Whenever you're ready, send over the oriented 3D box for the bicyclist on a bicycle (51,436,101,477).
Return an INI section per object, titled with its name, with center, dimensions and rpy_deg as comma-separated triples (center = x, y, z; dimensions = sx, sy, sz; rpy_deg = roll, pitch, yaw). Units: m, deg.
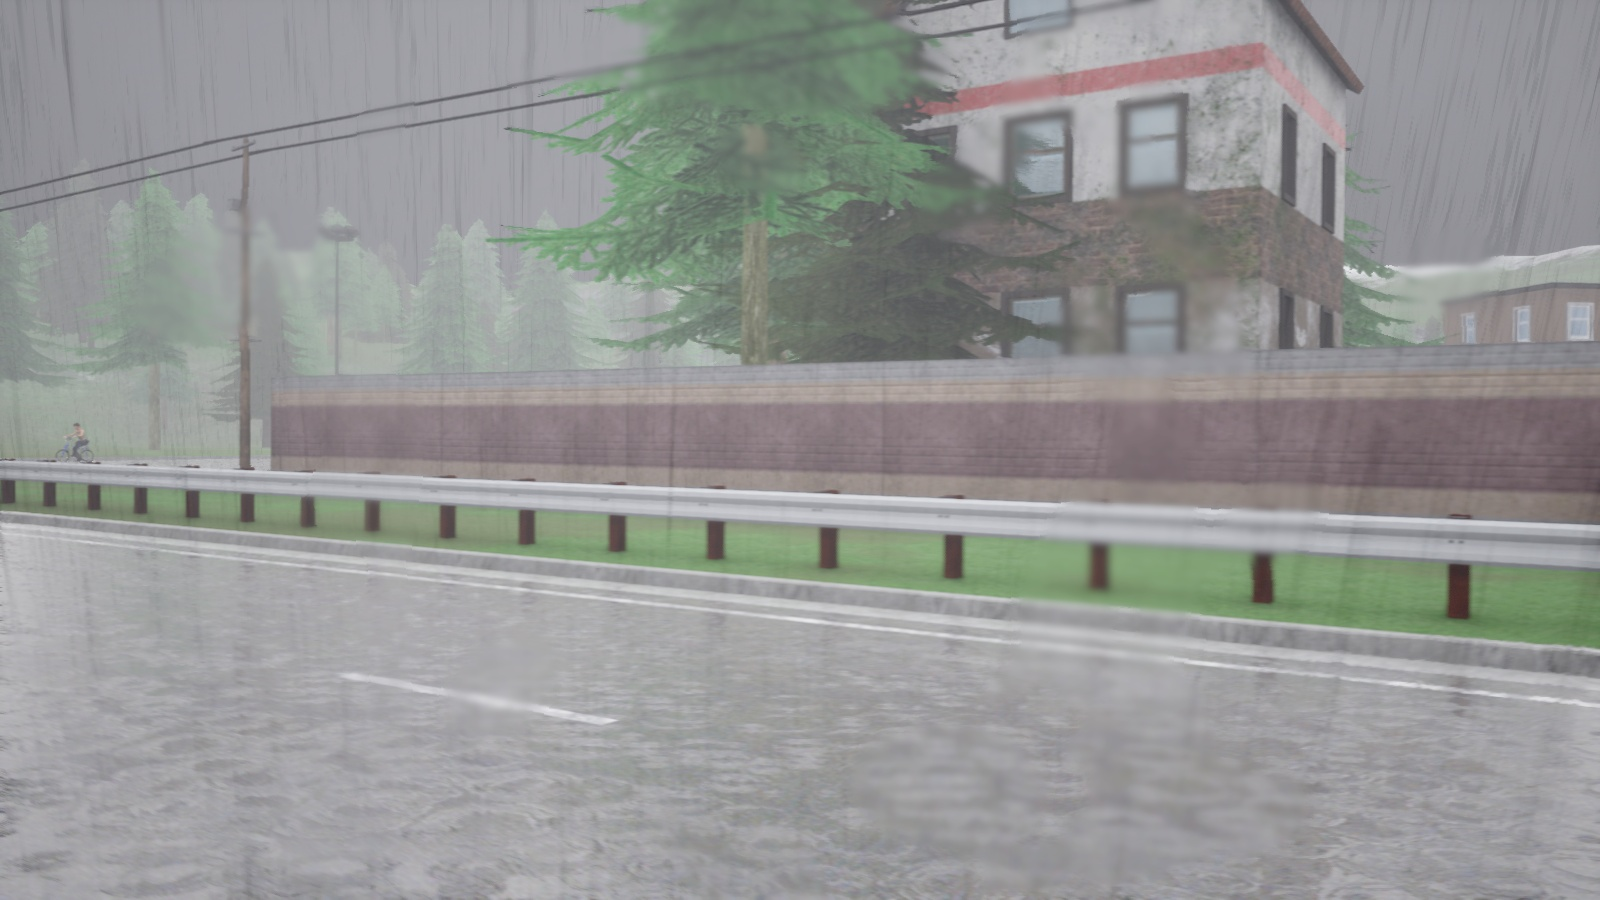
[bicyclist on a bicycle]
center = -29.345, 0.239, 50.894
dimensions = 0.866, 1.612, 1.509
rpy_deg = 0, 1, 34
